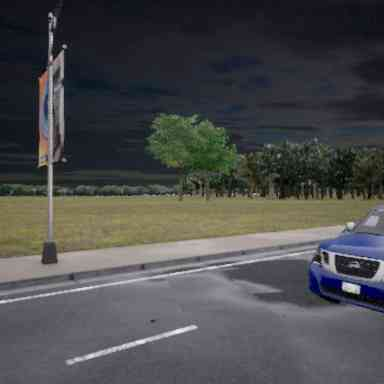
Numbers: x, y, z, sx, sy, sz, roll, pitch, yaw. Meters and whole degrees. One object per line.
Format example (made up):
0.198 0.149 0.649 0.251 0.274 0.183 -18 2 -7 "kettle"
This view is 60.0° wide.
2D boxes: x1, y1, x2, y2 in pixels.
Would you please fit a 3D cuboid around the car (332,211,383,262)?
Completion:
7.651 1.575 13.031 4.674 1.442 1.812 0 0 -35 "car"

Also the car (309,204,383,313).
4.899 1.250 7.117 5.566 2.045 2.150 0 0 -35 "car"
